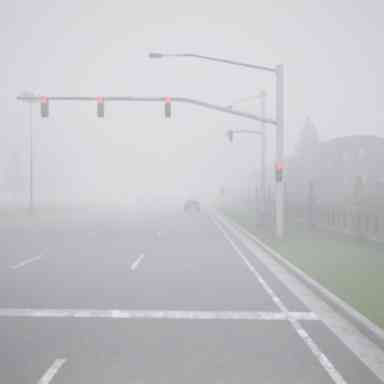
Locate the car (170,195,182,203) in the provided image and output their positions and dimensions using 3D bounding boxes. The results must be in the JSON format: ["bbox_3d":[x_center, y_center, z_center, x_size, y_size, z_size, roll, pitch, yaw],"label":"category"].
[{"bbox_3d":[-3.470,1.386,68.472,2.128,1.511,4.902,0,0,0],"label":"car"}]

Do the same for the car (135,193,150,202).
[{"bbox_3d":[-10.470,1.438,68.859,1.994,1.385,4.181,0,0,0],"label":"car"}]

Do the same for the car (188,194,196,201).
[{"bbox_3d":[0.035,1.235,78.890,1.812,1.442,4.674,0,0,0],"label":"car"}]

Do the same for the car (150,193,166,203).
[{"bbox_3d":[-6.970,1.372,68.474,1.882,1.535,5.008,0,0,0],"label":"car"}]

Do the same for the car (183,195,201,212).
[{"bbox_3d":[0.017,1.445,37.858,1.837,1.490,4.892,0,0,0],"label":"car"}]

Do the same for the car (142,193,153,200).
[{"bbox_3d":[-10.465,1.066,78.865,2.097,1.767,4.553,0,0,0],"label":"car"}]

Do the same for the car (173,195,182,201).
[{"bbox_3d":[-3.465,1.306,78.922,1.895,1.301,4.718,0,0,0],"label":"car"}]
